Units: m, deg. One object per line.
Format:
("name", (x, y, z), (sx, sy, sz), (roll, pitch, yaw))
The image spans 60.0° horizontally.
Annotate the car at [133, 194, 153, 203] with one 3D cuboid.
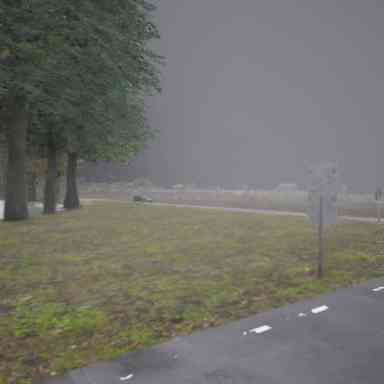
("car", (-8.488, 1.107, 57.237), (2.128, 1.511, 4.902), (3, -1, -35))
